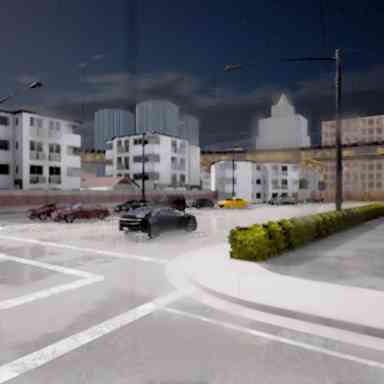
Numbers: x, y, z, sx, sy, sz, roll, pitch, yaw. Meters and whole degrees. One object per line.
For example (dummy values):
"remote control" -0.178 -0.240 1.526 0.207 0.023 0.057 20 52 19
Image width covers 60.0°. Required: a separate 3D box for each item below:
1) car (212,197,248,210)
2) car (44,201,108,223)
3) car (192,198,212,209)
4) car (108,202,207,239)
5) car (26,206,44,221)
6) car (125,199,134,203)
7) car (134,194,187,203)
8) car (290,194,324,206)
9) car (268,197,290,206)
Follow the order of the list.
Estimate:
"car" 5.358 1.485 43.639 5.008 1.535 1.882 0 0 -45
"car" -8.610 1.533 25.905 1.812 1.442 4.674 0 0 37
"car" 1.190 1.534 44.175 1.812 1.442 4.674 0 0 41
"car" -1.637 1.495 17.429 2.128 1.511 4.902 0 0 37
"car" -11.449 1.534 27.950 1.812 1.442 4.674 0 0 37
"car" -5.970 1.513 35.199 1.837 1.490 4.892 0 0 38
"car" -2.787 1.229 33.656 2.150 2.045 5.566 0 0 37
"car" 18.251 1.160 51.765 4.892 1.490 1.837 0 0 -18
"car" 14.420 1.572 53.961 4.181 1.385 1.994 0 0 -23
